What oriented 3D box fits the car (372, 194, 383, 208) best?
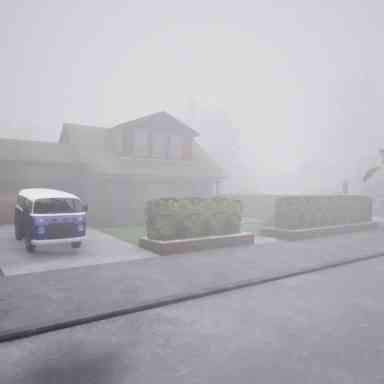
[{"bbox_3d":[24.037,0.990,40.782,3.866,1.878,1.905,0,0,0],"label":"car"}]
